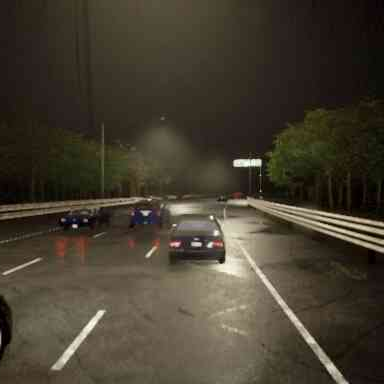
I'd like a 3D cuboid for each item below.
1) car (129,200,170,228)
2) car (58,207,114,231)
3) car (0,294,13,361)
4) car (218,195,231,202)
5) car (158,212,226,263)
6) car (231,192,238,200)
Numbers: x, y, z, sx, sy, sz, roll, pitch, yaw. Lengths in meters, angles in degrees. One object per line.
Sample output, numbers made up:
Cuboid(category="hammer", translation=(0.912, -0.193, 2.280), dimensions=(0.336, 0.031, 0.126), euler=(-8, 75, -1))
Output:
Cuboid(category="car", translation=(-2.686, 1.336, 22.182), dimensions=(2.097, 1.767, 4.553), euler=(0, 0, 3))
Cuboid(category="car", translation=(-6.299, 1.581, 20.428), dimensions=(1.895, 1.301, 4.718), euler=(0, 0, 3))
Cuboid(category="car", translation=(-3.352, 1.499, 2.564), dimensions=(1.837, 1.490, 4.892), euler=(0, 0, 0))
Cuboid(category="car", translation=(6.639, 1.489, 71.390), dimensions=(1.994, 1.385, 4.181), euler=(0, 0, 11))
Cuboid(category="car", translation=(0.223, 1.541, 11.993), dimensions=(2.033, 1.411, 5.357), euler=(0, 0, 2))
Cuboid(category="car", translation=(10.653, 1.453, 90.578), dimensions=(1.994, 1.385, 4.181), euler=(0, 0, 14))
